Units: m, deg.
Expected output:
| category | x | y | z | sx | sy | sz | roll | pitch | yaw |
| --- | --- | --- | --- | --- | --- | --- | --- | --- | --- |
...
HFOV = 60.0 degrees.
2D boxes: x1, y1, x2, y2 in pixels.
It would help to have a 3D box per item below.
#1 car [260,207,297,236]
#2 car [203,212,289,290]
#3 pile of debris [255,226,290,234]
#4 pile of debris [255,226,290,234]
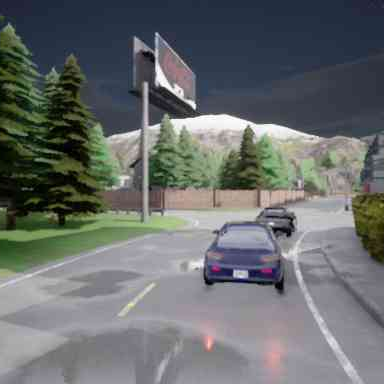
| category | x | y | z | sx | sy | sz | roll | pitch | yaw |
| --- | --- | --- | --- | --- | --- | --- | --- | --- | --- |
| car | 4.581 | 1.503 | 18.093 | 1.994 | 1.385 | 4.181 | 1 | 0 | 21 |
| car | 1.472 | 1.499 | 9.024 | 1.812 | 1.442 | 4.674 | 0 | 0 | 12 |
| pile of debris | 4.554 | 2.118 | 18.679 | 1.500 | 0.140 | 1.860 | 0 | 0 | 26 |
| pile of debris | 4.554 | 2.118 | 18.679 | 1.500 | 0.140 | 1.860 | 0 | 0 | 26 |
